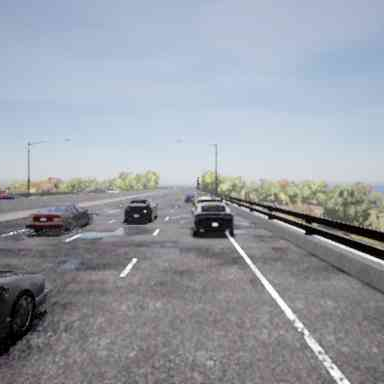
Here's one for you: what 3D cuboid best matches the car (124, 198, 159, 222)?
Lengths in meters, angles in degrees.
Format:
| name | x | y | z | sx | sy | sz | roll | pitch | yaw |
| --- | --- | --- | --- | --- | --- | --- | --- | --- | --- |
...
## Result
| name | x | y | z | sx | sy | sz | roll | pitch | yaw |
| --- | --- | --- | --- | --- | --- | --- | --- | --- | --- |
| car | -3.451 | 1.191 | 23.027 | 1.837 | 1.490 | 4.892 | 0 | 1 | 0 |

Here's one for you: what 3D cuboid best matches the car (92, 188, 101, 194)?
| name | x | y | z | sx | sy | sz | roll | pitch | yaw |
| --- | --- | --- | --- | --- | --- | --- | --- | --- | --- |
| car | -21.169 | 0.079 | 76.392 | 2.150 | 2.045 | 5.566 | 0 | 1 | 0 |

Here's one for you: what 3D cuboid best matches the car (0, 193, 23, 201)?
| name | x | y | z | sx | sy | sz | roll | pitch | yaw |
| --- | --- | --- | --- | --- | --- | --- | --- | --- | --- |
| car | -17.667 | 1.090 | 32.079 | 1.812 | 1.442 | 4.674 | 0 | 1 | 0 |

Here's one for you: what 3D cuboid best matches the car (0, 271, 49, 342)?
| name | x | y | z | sx | sy | sz | roll | pitch | yaw |
| --- | --- | --- | --- | --- | --- | --- | --- | --- | --- |
| car | -3.408 | 1.501 | 3.318 | 2.033 | 1.411 | 5.357 | 0 | 1 | 0 |

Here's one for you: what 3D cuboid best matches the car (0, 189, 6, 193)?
| name | x | y | z | sx | sy | sz | roll | pitch | yaw |
| --- | --- | --- | --- | --- | --- | --- | --- | --- | --- |
| car | -21.170 | 0.756 | 34.255 | 2.150 | 2.045 | 5.566 | 0 | 1 | 0 |

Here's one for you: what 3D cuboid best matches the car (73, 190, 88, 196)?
| name | x | y | z | sx | sy | sz | roll | pitch | yaw |
| --- | --- | --- | --- | --- | --- | --- | --- | --- | --- |
| car | -24.663 | 0.340 | 73.812 | 2.097 | 1.767 | 4.553 | 0 | 1 | 0 |

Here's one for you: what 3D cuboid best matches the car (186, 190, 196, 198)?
| name | x | y | z | sx | sy | sz | roll | pitch | yaw |
| --- | --- | --- | --- | --- | --- | --- | --- | --- | --- |
| car | -0.154 | 0.401 | 69.662 | 2.033 | 1.411 | 5.357 | 0 | 1 | 0 |

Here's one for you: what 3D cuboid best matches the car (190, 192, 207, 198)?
| name | x | y | z | sx | sy | sz | roll | pitch | yaw |
| --- | --- | --- | --- | --- | --- | --- | --- | --- | --- |
| car | 0.990 | 1.083 | 27.302 | 1.801 | 1.575 | 5.366 | 0 | 1 | 0 |

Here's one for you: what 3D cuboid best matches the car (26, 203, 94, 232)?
| name | x | y | z | sx | sy | sz | roll | pitch | yaw |
| --- | --- | --- | --- | --- | --- | --- | --- | --- | --- |
| car | -6.939 | 1.302 | 18.014 | 2.033 | 1.411 | 5.357 | 0 | 1 | 0 |

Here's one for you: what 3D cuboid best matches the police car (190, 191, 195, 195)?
| name | x | y | z | sx | sy | sz | roll | pitch | yaw |
| --- | --- | --- | --- | --- | --- | --- | --- | --- | --- |
| police car | 0.977 | 0.972 | 33.221 | 1.930 | 1.638 | 5.238 | 0 | 1 | 0 |

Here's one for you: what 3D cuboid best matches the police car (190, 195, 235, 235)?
| name | x | y | z | sx | sy | sz | roll | pitch | yaw |
| --- | --- | --- | --- | --- | --- | --- | --- | --- | --- |
| police car | 1.012 | 1.190 | 17.223 | 1.930 | 1.638 | 5.238 | 0 | 1 | 0 |

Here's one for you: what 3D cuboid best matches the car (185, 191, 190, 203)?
| name | x | y | z | sx | sy | sz | roll | pitch | yaw |
| --- | --- | --- | --- | --- | --- | --- | --- | --- | --- |
| car | -0.111 | 0.873 | 50.575 | 1.994 | 1.385 | 4.181 | 0 | 1 | 0 |

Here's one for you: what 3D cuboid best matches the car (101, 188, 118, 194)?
| name | x | y | z | sx | sy | sz | roll | pitch | yaw |
| --- | --- | --- | --- | --- | --- | --- | --- | --- | --- |
| car | -17.662 | 0.216 | 73.349 | 2.150 | 2.045 | 5.566 | 0 | 1 | 0 |
